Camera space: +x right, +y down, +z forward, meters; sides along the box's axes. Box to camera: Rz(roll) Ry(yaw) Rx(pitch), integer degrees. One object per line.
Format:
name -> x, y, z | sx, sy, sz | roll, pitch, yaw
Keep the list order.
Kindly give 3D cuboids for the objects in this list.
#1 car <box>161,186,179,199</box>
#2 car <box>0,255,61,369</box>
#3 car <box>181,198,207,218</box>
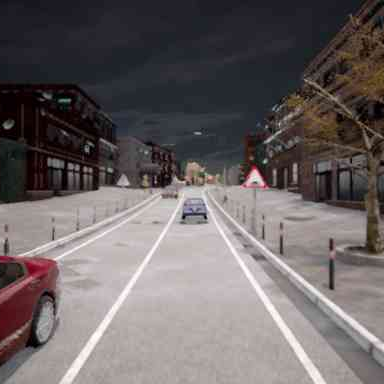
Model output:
car -> -2.930, -0.047, 44.998 | 2.097, 1.767, 4.553 | 0, 4, 0
car -> -3.091, 1.478, 3.452 | 1.882, 1.535, 5.008 | 0, 0, 0
car -> 0.179, 1.157, 25.365 | 2.033, 1.411, 5.357 | 0, 2, 0
